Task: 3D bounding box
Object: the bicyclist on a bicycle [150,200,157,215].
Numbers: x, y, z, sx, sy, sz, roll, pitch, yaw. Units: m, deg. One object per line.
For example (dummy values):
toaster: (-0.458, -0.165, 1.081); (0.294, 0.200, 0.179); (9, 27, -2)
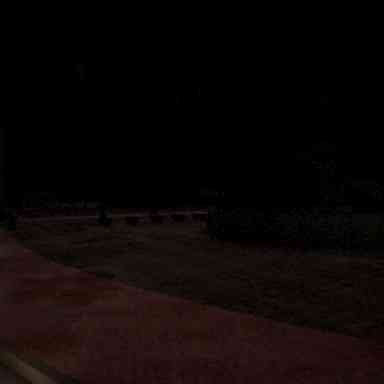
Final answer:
bicyclist on a bicycle: (-4.243, 1.653, 36.262); (0.582, 1.620, 1.656); (0, -1, -34)
